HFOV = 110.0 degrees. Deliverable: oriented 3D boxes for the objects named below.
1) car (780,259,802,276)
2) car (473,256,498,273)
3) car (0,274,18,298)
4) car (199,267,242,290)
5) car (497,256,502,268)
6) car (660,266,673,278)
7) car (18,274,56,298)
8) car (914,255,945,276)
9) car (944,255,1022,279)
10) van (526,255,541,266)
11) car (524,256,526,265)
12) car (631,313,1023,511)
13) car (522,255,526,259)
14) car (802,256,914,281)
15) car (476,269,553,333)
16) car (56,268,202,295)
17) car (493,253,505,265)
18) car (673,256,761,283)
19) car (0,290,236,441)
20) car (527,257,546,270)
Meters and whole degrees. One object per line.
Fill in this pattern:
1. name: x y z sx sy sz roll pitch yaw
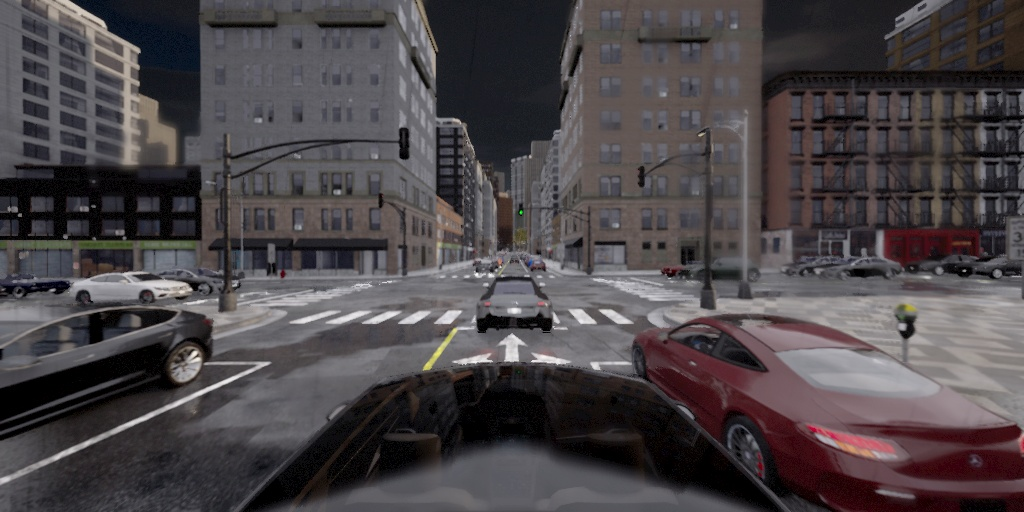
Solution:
1. car: 22.676 0.771 26.642 4.902 1.511 2.128 -1 1 0
2. car: -2.856 1.060 39.201 1.812 1.442 4.674 0 0 2
3. car: -27.410 1.605 16.858 5.357 1.411 2.033 -1 1 0
4. car: -17.875 1.398 20.121 4.902 1.511 2.128 -1 1 4
5. car: -2.774 1.014 48.852 2.033 1.411 5.357 0 0 0
6. car: 13.635 1.008 26.673 4.718 1.301 1.895 -1 1 0
7. car: -27.977 1.636 20.107 4.718 1.301 1.895 -1 1 0
8. car: 32.147 0.655 26.607 4.892 1.490 1.837 -1 1 0
9. car: 31.889 0.687 23.356 4.892 1.490 1.837 -1 1 0
10. van: 3.066 0.821 46.936 1.690 1.789 3.998 0 0 0
11. car: 3.112 0.987 52.486 1.888 1.381 4.507 0 0 0
12. car: 2.762 1.321 4.174 1.802 1.307 4.207 0 0 0
13. car: 3.203 0.930 63.595 1.802 1.307 4.207 0 0 0
14. car: 22.424 0.804 23.393 4.902 1.511 2.128 -1 1 0
15. car: 0.064 1.275 10.632 1.994 1.385 4.181 0 0 0
16. car: -17.792 1.461 16.825 4.674 1.442 1.812 -1 1 0
17. car: -2.656 0.744 58.758 2.097 1.767 4.553 0 1 1
18. car: 13.471 0.791 23.421 4.553 1.767 2.097 -1 1 0
19. car: -5.763 1.305 4.172 1.948 1.339 4.313 0 0 0
20. car: 3.021 1.101 41.384 1.802 1.307 4.207 0 0 0
